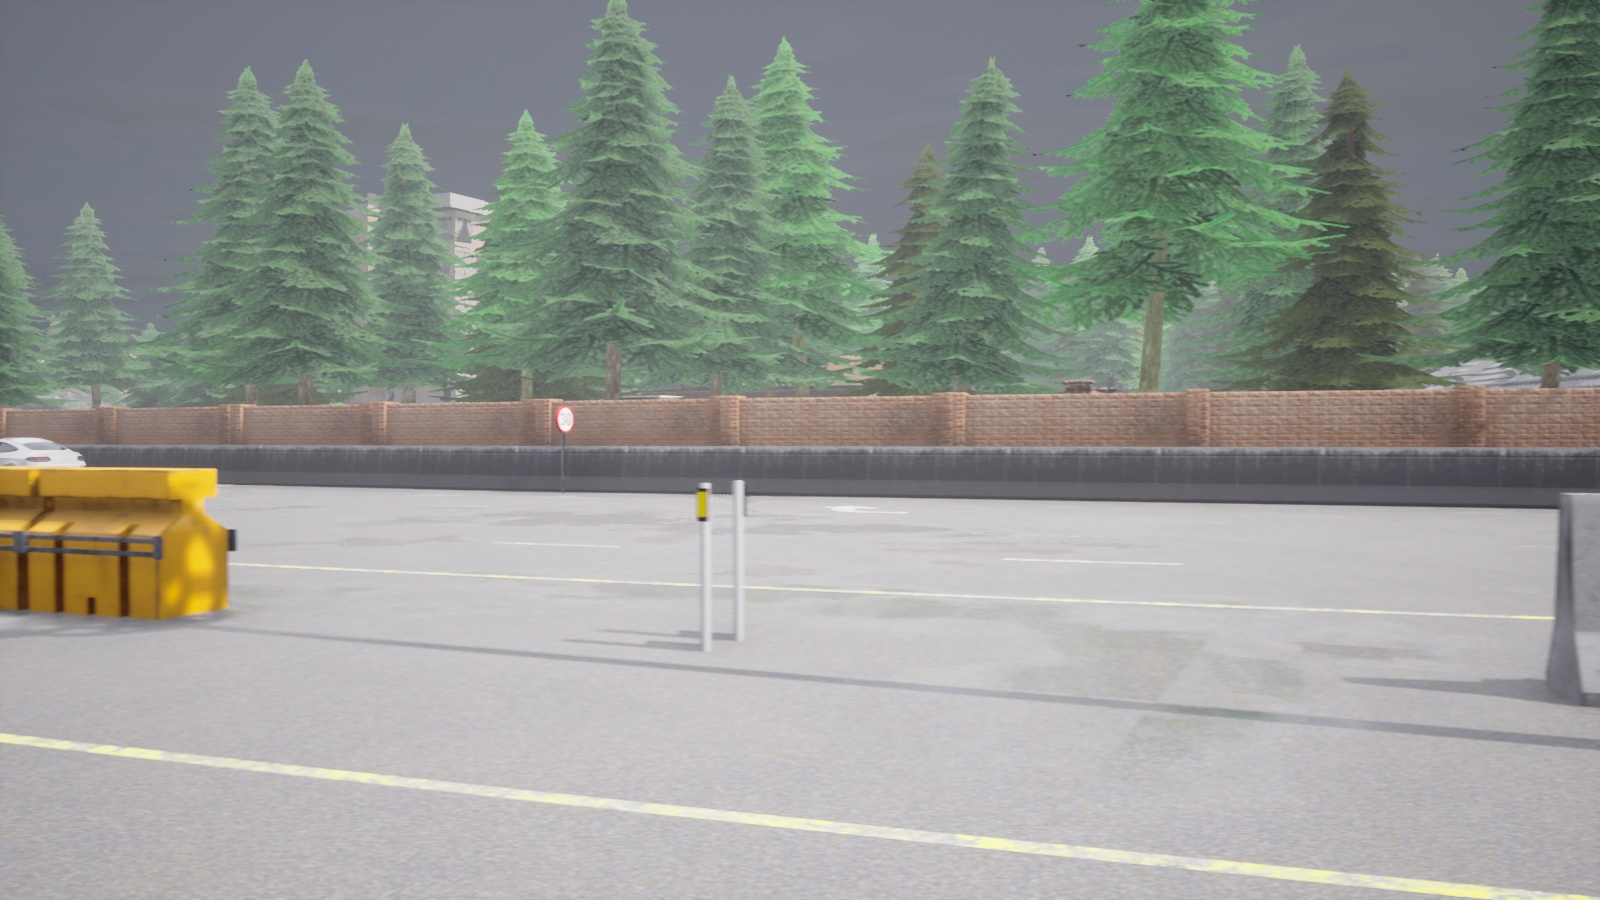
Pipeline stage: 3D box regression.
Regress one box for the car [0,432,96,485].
[{"bbox_3d":[-22.486,0.204,35.854,4.674,1.442,1.812,1,1,26],"label":"car"}]
